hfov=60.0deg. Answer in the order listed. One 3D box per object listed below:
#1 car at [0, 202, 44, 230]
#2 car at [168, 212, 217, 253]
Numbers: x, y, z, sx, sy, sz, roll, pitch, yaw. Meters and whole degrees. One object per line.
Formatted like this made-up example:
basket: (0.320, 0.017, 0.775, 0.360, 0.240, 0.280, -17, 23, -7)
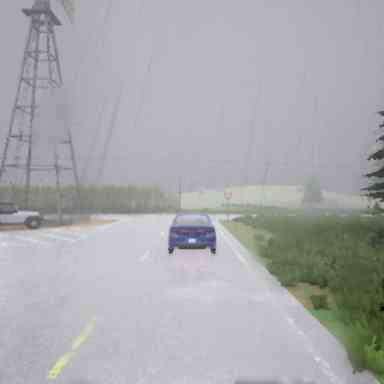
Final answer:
car: (-11.885, 1.561, 21.822, 3.866, 1.878, 1.905, 0, -1, -31)
car: (0.016, 1.613, 14.472, 1.882, 1.535, 5.008, 0, 0, 0)
